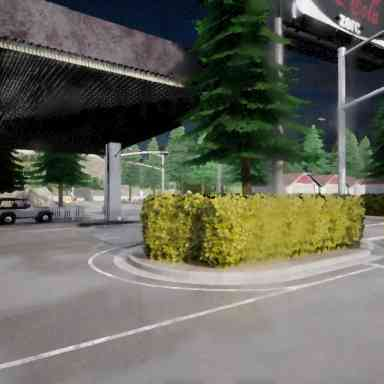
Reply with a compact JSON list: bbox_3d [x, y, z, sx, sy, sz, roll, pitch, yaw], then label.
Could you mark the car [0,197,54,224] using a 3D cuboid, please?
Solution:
[{"bbox_3d":[-11.935,1.313,23.504,3.866,1.878,1.905,0,0,-36],"label":"car"}]
